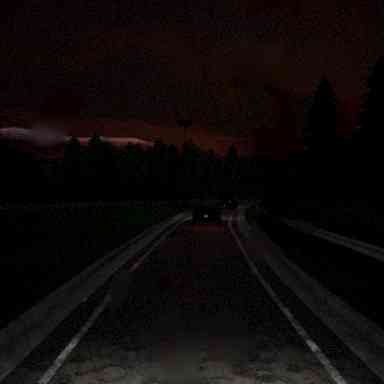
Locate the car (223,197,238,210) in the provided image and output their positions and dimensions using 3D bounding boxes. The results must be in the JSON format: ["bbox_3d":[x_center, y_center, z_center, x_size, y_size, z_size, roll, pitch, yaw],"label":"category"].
[{"bbox_3d":[4.587,1.354,41.625,2.128,1.511,4.902,0,0,16],"label":"car"}]

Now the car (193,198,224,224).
[{"bbox_3d":[1.167,1.398,23.963,1.882,1.535,5.008,0,0,6],"label":"car"}]
